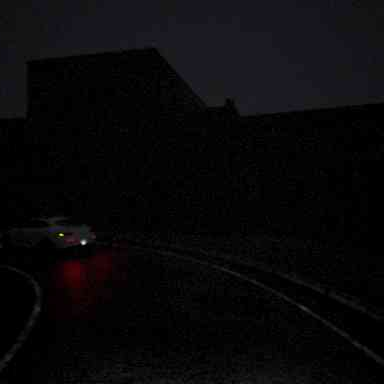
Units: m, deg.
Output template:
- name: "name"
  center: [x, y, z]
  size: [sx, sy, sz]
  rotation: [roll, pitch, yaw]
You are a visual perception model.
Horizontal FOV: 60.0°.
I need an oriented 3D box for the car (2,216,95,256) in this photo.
- name: "car"
  center: [-6.034, 1.732, 13.927]
  size: [4.674, 1.442, 1.812]
  rotation: [-2, -1, 34]
